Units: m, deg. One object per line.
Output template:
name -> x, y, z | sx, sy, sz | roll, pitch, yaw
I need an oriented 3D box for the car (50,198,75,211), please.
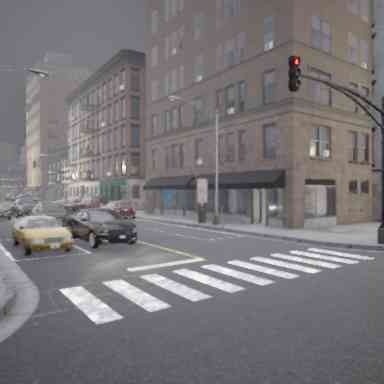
car -> -16.226, 1.530, 41.497 | 1.752, 1.417, 4.829 | 0, 0, -35

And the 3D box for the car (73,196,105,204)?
car -> -9.558, 1.322, 32.136 | 2.192, 1.841, 5.009 | 0, 0, -35

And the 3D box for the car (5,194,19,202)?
car -> -42.409, 1.312, 78.250 | 2.192, 1.841, 5.009 | 0, 0, -35

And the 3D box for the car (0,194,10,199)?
car -> -19.379, 1.333, 32.091 | 2.192, 1.841, 5.009 | 0, 0, -35

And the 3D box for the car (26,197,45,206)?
car -> -25.983, 1.551, 55.193 | 2.008, 1.369, 4.403 | 0, 0, -35

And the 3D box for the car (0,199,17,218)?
car -> -16.094, 1.570, 27.480 | 2.008, 1.369, 4.403 | 0, 0, -35

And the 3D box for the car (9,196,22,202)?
car -> -39.123, 1.564, 73.639 | 1.947, 1.339, 4.313 | 0, 0, -35

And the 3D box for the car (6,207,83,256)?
car -> -6.140, 1.549, 13.507 | 1.752, 1.417, 4.829 | 0, 0, -35

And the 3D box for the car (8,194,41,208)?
car -> -15.312, 1.367, 30.778 | 2.097, 1.767, 4.553 | 0, 0, -35

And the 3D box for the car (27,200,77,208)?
car -> -9.718, 1.522, 22.902 | 1.837, 1.490, 4.892 | 0, 0, -35

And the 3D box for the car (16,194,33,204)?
car -> -32.553, 1.314, 64.415 | 2.192, 1.841, 5.009 | 0, 0, -35

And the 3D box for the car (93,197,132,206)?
car -> -6.272, 1.448, 27.524 | 1.967, 1.590, 4.097 | 0, 0, -35

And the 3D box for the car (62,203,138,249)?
car -> -4.171, 1.497, 15.121 | 1.882, 1.535, 5.008 | 0, 0, -35
